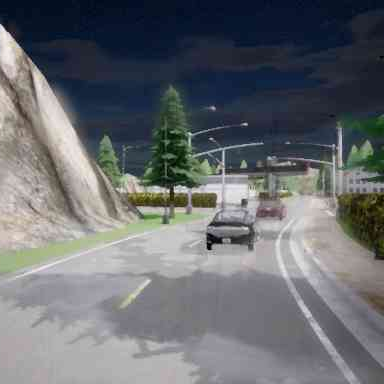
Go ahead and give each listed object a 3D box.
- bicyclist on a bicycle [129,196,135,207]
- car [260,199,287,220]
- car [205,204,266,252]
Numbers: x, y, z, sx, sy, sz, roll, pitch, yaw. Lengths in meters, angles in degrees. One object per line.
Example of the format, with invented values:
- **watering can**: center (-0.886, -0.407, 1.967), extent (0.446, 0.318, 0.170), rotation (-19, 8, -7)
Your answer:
- **bicyclist on a bicycle**: center (-8.788, 1.452, 48.988), extent (0.582, 1.620, 1.656), rotation (0, 0, 20)
- **car**: center (6.732, 1.365, 27.952), extent (2.097, 1.767, 4.553), rotation (0, 0, 21)
- **car**: center (1.820, 1.494, 14.027), extent (2.128, 1.511, 4.902), rotation (0, 0, 14)
